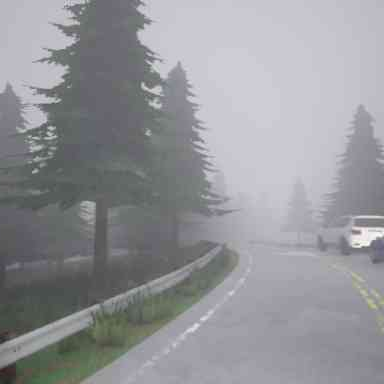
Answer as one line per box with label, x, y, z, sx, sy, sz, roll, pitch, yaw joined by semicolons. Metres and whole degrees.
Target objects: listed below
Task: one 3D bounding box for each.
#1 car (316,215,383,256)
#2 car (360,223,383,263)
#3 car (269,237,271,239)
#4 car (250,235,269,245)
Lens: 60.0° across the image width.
car;8.704;2.352;18.287;2.150;2.045;5.566;1;-6;2
car;7.927;1.992;11.886;1.882;1.535;5.008;-2;-5;11
car;11.478;7.590;52.180;2.033;1.411;5.357;-1;-9;25
car;8.473;6.156;42.628;1.895;1.301;4.718;0;-8;14
